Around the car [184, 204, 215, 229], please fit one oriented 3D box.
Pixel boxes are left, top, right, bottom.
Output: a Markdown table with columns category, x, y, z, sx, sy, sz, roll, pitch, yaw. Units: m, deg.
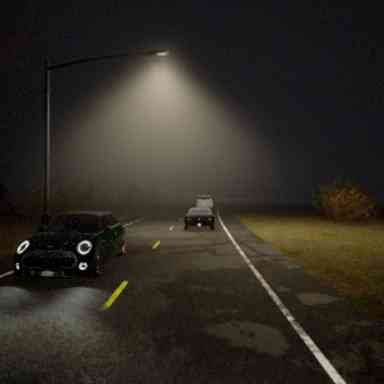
| category | x | y | z | sx | sy | sz | roll | pitch | yaw |
| --- | --- | --- | --- | --- | --- | --- | --- | --- | --- |
| car | 0.539 | 1.723 | 22.605 | 1.895 | 1.301 | 4.718 | 0 | 0 | 2 |

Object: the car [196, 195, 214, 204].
| category | x | y | z | sx | sy | sz | roll | pitch | yaw |
| --- | --- | --- | --- | --- | --- | --- | --- | --- | --- |
| car | 1.777 | 1.465 | 45.084 | 2.150 | 2.045 | 5.566 | 0 | 0 | 4 |

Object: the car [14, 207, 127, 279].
| category | x | y | z | sx | sy | sz | roll | pitch | yaw |
| --- | --- | --- | --- | --- | --- | --- | --- | --- | --- |
| car | -3.468 | 1.404 | 10.317 | 2.097 | 1.767 | 4.553 | 0 | 0 | 1 |
